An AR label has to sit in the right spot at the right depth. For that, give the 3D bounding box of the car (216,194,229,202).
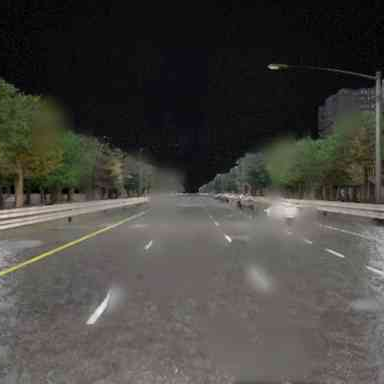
[{"bbox_3d":[7.114,1.558,74.463,1.837,1.490,4.892,0,0,0],"label":"car"}]

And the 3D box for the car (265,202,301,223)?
[{"bbox_3d":[7.004,1.538,25.802,1.812,1.442,4.674,0,0,0],"label":"car"}]

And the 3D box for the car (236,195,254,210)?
[{"bbox_3d":[7.018,1.511,44.345,2.128,1.511,4.902,0,0,0],"label":"car"}]
